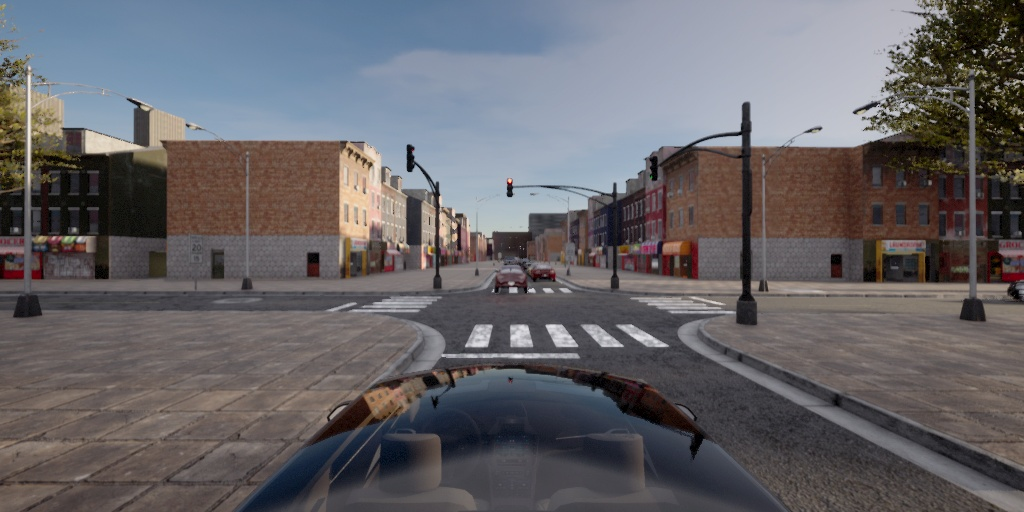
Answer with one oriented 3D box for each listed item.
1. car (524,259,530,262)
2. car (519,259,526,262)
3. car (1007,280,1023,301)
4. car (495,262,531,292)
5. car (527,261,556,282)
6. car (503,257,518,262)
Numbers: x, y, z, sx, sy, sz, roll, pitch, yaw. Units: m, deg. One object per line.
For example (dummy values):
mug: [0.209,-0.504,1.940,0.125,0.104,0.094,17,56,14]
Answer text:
car: [2.384,1.280,34.503,1.751,1.417,4.829,0,0,0]
car: [2.297,1.338,45.691,1.948,1.339,4.313,0,0,0]
car: [26.027,1.410,16.474,4.902,1.511,2.128,0,0,0]
car: [-0.051,1.276,21.276,1.812,1.442,4.674,0,0,0]
car: [2.430,1.295,28.654,1.888,1.381,4.507,0,0,0]
car: [-0.389,1.310,58.827,1.837,1.490,4.892,0,0,0]
